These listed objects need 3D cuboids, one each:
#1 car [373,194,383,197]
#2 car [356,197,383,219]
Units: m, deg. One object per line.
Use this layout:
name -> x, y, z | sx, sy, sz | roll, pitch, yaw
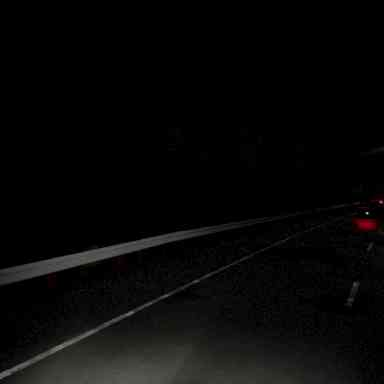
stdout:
car -> 22.004, 1.221, 38.222 | 2.150, 2.045, 5.566 | 0, 0, 35
car -> 15.970, 1.505, 29.670 | 1.837, 1.490, 4.892 | 0, 0, 35
